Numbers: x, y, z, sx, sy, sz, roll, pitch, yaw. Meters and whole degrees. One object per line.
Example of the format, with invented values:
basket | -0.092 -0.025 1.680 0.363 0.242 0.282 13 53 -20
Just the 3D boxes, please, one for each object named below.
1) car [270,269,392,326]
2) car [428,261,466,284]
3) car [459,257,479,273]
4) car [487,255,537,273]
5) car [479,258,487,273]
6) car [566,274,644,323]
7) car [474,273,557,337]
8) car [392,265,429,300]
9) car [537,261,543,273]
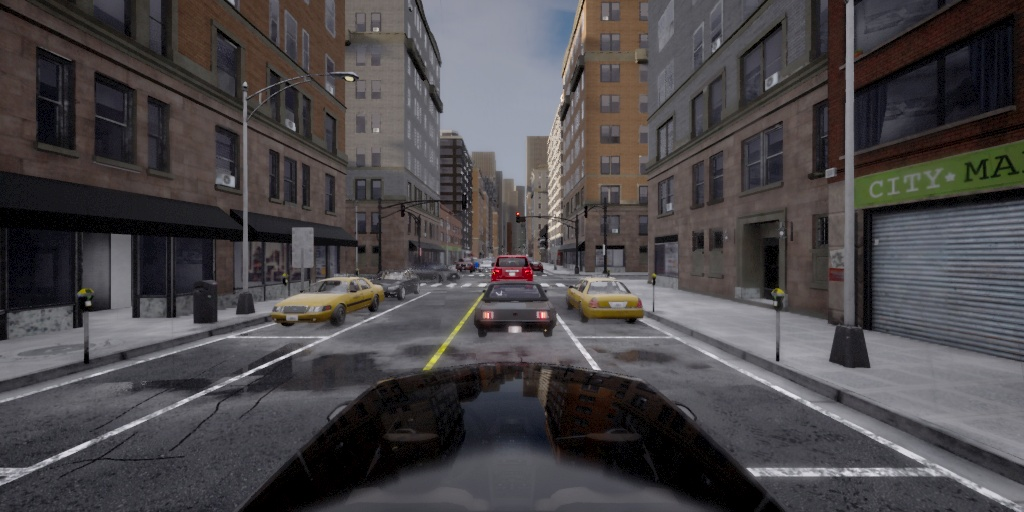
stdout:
car | -5.664 1.276 11.647 1.751 1.417 4.829 0 0 0
car | -5.994 1.329 27.393 4.181 1.385 1.994 0 0 28
car | -5.651 1.077 44.116 2.192 1.841 5.009 0 0 0
car | 0.008 0.974 19.993 2.150 2.045 5.566 0 0 0
car | -3.081 1.289 44.717 1.812 1.442 4.674 0 0 0
car | 2.861 1.276 11.983 1.751 1.417 4.829 0 0 0
car | 0.085 1.351 10.223 1.895 1.301 4.718 0 0 0
car | -5.662 1.302 17.342 2.007 1.370 4.403 0 0 0
car | 2.874 1.308 44.112 1.888 1.381 4.507 0 0 0
